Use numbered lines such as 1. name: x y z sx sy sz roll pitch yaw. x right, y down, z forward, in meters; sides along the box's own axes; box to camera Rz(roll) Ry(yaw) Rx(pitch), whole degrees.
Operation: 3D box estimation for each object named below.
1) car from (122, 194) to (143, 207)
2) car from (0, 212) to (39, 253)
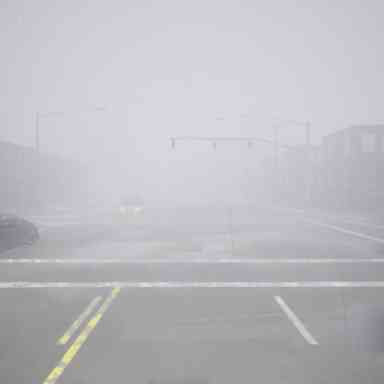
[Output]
1. car: -7.092 0.995 39.907 1.882 1.535 5.008 0 2 0
2. car: -7.026 1.419 11.451 1.994 1.385 4.181 0 1 0
